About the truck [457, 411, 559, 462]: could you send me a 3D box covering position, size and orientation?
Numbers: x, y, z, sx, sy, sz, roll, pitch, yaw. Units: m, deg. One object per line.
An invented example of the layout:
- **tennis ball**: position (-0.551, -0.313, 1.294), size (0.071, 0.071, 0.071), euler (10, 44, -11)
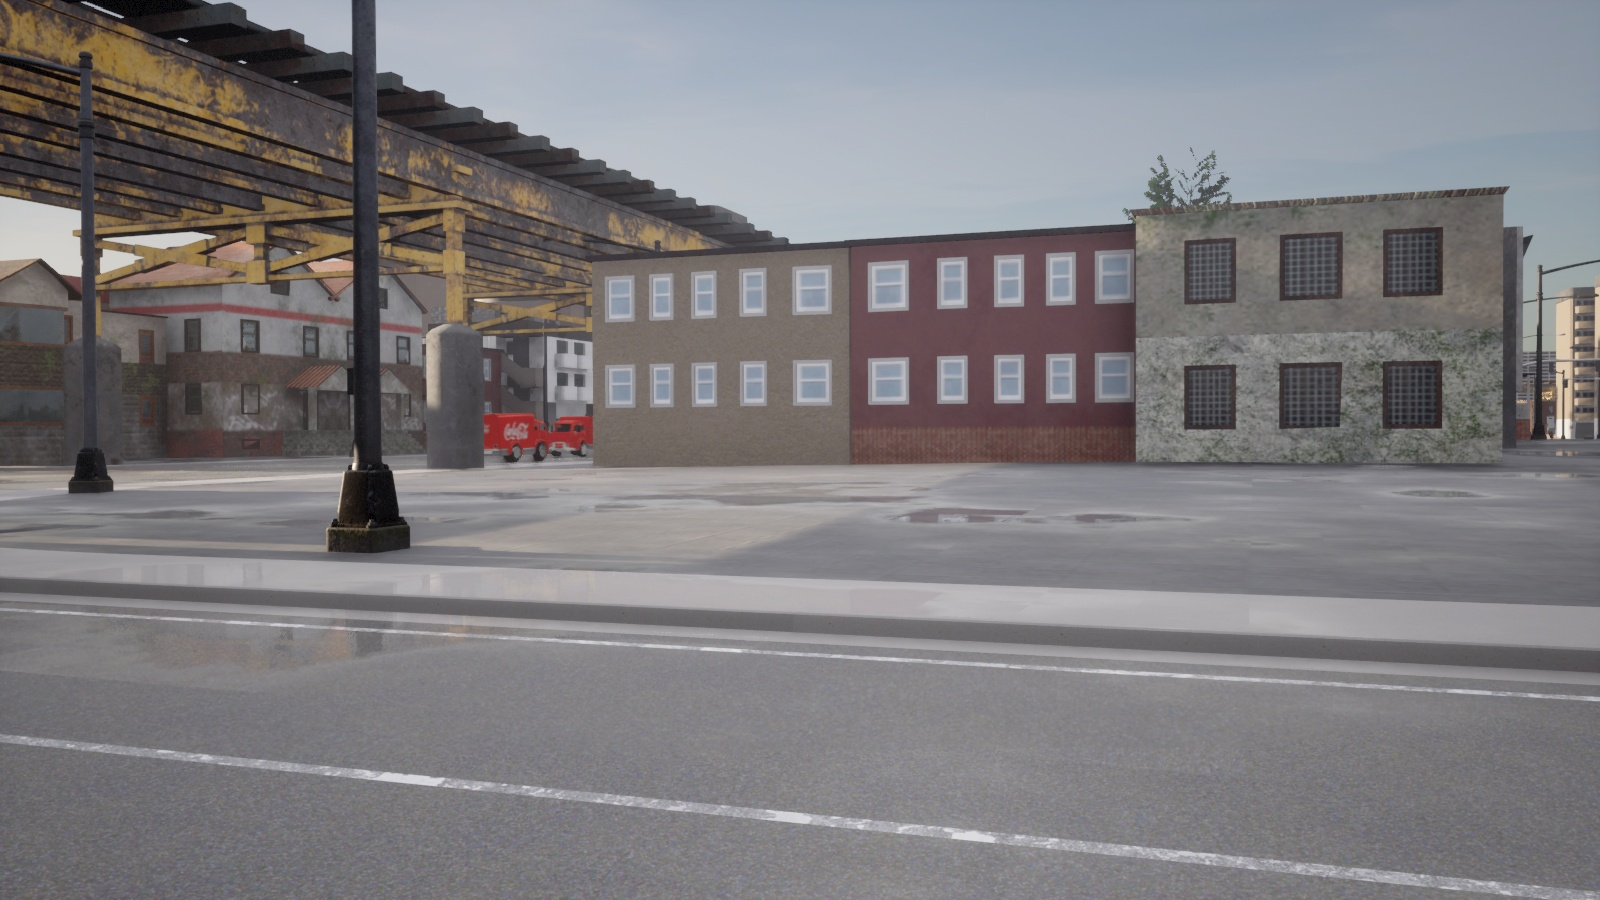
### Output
- **truck**: position (-14.761, -0.724, 63.775), size (2.627, 2.467, 5.204), euler (1, 2, 20)

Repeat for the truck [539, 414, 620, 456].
- **truck**: position (-13.537, -0.950, 77.412), size (2.627, 2.467, 5.204), euler (1, 1, 20)
